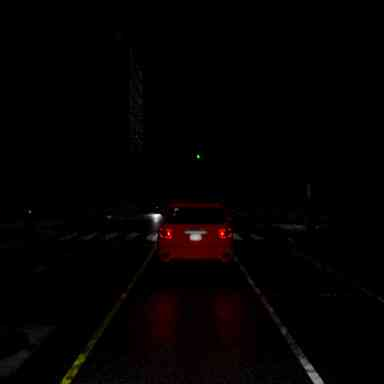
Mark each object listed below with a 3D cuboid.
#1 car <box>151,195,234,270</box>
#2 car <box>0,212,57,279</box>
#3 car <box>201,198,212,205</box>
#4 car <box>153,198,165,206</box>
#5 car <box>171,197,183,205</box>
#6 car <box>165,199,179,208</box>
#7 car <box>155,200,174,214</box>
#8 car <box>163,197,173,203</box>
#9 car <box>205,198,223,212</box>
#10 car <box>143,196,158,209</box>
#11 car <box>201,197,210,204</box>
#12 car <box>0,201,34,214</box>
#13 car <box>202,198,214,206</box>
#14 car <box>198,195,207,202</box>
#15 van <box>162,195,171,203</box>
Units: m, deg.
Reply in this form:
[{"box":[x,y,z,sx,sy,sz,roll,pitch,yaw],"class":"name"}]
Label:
[{"box":[0.097,1.261,11.268,2.150,2.045,5.566,0,0,0],"class":"car"},{"box":[-5.761,1.561,10.153,1.752,1.417,4.829,0,0,0],"class":"car"},{"box":[2.778,1.779,64.041,1.887,1.381,4.507,0,0,0],"class":"car"},{"box":[-5.749,1.795,58.605,1.802,1.307,4.206,0,0,0],"class":"car"},{"box":[-2.985,1.775,67.923,2.128,1.511,4.902,0,0,0],"class":"car"},{"box":[-3.060,1.754,52.412,1.994,1.385,4.181,0,0,0],"class":"car"},{"box":[-3.089,1.662,38.034,1.812,1.442,4.674,0,0,0],"class":"car"},{"box":[-5.743,1.851,80.356,2.008,1.369,4.403,0,0,0],"class":"car"},{"box":[2.772,1.591,42.291,1.967,1.590,4.097,0,0,0],"class":"car"},{"box":[-5.752,1.487,47.731,2.192,1.841,5.009,0,0,0],"class":"car"},{"box":[2.779,1.801,69.478,1.887,1.381,4.507,0,0,0],"class":"car"},{"box":[-14.110,1.399,24.910,4.181,1.385,1.994,1,0,2],"class":"car"},{"box":[2.777,1.764,58.603,2.008,1.369,4.403,0,0,0],"class":"car"},{"box":[2.785,1.659,91.229,2.192,1.841,5.009,0,0,0],"class":"car"},{"box":[-5.745,1.619,74.919,1.690,1.788,3.998,0,0,0],"class":"van"}]
